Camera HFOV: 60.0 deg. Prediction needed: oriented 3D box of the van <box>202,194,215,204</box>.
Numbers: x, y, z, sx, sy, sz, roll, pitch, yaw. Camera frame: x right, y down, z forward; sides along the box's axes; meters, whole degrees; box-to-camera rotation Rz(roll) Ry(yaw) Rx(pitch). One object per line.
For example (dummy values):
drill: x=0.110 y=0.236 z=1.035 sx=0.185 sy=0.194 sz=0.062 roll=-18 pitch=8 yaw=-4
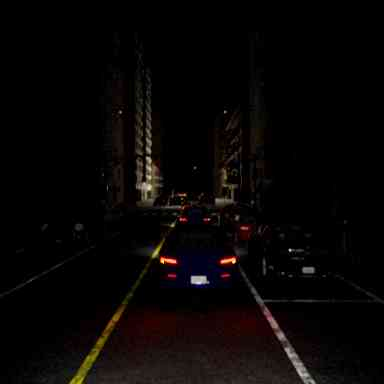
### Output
van: x=2.832 y=1.324 z=53.406 sx=1.690 sy=1.788 sz=3.998 roll=0 pitch=0 yaw=0

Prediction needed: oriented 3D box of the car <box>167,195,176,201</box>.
car: x=-5.086 y=1.532 z=81.837 sx=1.947 sy=1.339 sz=4.313 roll=0 pitch=0 yaw=0

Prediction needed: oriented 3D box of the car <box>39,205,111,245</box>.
car: x=-5.337 y=1.436 z=15.310 sx=1.967 sy=1.590 sz=4.097 roll=0 pitch=0 yaw=0

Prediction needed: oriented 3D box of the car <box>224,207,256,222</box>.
car: x=2.688 y=1.578 z=15.288 sx=1.802 sy=1.307 sz=4.206 roll=0 pitch=0 yaw=0

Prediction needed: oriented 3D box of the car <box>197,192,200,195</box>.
car: x=2.939 y=1.281 z=81.813 sx=2.192 sy=1.841 sz=5.009 roll=0 pitch=0 yaw=0

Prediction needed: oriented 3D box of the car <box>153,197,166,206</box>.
car: x=-5.193 y=1.534 z=53.428 sx=2.008 sy=1.369 sz=4.403 roll=0 pitch=0 yaw=0

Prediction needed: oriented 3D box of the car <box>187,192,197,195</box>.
car: x=0.308 y=1.315 z=83.516 sx=2.097 sy=1.767 sz=4.553 roll=0 pitch=0 yaw=0

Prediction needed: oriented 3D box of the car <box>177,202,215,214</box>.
car: x=0.167 y=1.520 z=18.703 sx=1.812 sy=1.442 sz=4.674 roll=0 pitch=0 yaw=0

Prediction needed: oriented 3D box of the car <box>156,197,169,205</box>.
car: x=-5.172 y=1.526 z=59.109 sx=1.887 sy=1.381 sz=4.507 roll=0 pitch=0 yaw=0

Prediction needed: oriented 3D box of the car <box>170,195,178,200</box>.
car: x=-5.043 y=1.520 z=93.201 sx=1.947 sy=1.339 sz=4.313 roll=0 pitch=0 yaw=0

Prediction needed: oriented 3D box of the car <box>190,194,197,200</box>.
car: x=0.345 y=1.420 z=93.548 sx=1.812 sy=1.442 sz=4.674 roll=0 pitch=0 yaw=0

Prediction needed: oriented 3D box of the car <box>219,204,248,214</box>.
car: x=2.709 y=1.434 z=20.807 sx=1.967 sy=1.590 sz=4.097 roll=0 pitch=0 yaw=0

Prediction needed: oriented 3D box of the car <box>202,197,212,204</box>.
car: x=2.875 y=1.561 z=64.768 sx=1.802 sy=1.307 sz=4.206 roll=0 pitch=0 yaw=0

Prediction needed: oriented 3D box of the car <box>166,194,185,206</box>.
car: x=-2.641 y=1.461 z=53.534 sx=1.882 sy=1.535 sz=5.008 roll=0 pitch=0 yaw=0

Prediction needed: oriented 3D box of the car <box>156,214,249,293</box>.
car: x=0.123 y=1.523 z=8.703 sx=1.812 sy=1.442 sz=4.674 roll=0 pitch=0 yaw=0

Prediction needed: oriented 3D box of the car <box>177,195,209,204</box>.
car: x=0.183 y=1.344 z=28.024 sx=2.097 sy=1.767 sz=4.553 roll=0 pitch=0 yaw=3

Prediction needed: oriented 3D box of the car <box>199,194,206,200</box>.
car: x=2.982 y=1.394 z=93.175 sx=1.967 sy=1.590 sz=4.097 roll=0 pitch=0 yaw=0

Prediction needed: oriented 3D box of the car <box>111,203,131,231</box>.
car: x=-5.317 y=1.519 z=20.658 sx=1.752 sy=1.417 sz=4.829 roll=0 pitch=0 yaw=0

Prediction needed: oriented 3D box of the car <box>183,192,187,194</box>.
car: x=-2.440 y=1.170 z=84.197 sx=2.150 sy=2.045 sz=5.566 roll=0 pitch=0 yaw=0

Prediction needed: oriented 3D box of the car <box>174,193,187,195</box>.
car: x=-2.498 y=1.520 z=68.655 sx=2.033 sy=1.411 sz=5.357 roll=0 pitch=0 yaw=0

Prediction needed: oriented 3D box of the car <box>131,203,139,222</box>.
car: x=-5.295 y=1.543 z=26.347 sx=2.008 sy=1.369 sz=4.403 roll=0 pitch=0 yaw=0

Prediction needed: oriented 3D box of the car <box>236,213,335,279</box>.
car: x=2.668 y=1.548 z=9.769 sx=2.008 sy=1.369 sz=4.403 roll=0 pitch=0 yaw=0
